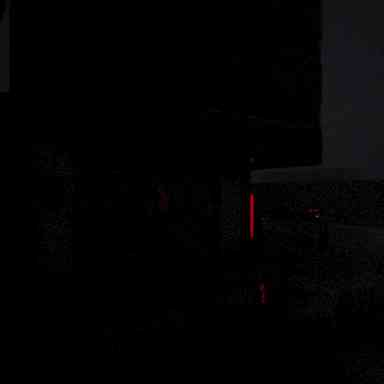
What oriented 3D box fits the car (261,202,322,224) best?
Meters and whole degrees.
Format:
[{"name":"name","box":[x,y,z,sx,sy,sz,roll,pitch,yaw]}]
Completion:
[{"name":"car","box":[7.249,1.485,24.801,2.128,1.511,4.902,0,0,-33]}]
